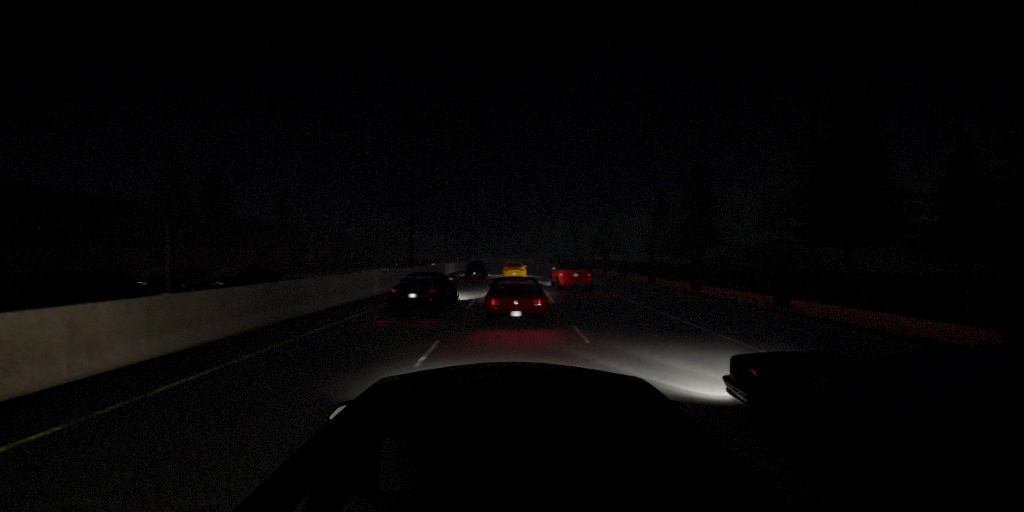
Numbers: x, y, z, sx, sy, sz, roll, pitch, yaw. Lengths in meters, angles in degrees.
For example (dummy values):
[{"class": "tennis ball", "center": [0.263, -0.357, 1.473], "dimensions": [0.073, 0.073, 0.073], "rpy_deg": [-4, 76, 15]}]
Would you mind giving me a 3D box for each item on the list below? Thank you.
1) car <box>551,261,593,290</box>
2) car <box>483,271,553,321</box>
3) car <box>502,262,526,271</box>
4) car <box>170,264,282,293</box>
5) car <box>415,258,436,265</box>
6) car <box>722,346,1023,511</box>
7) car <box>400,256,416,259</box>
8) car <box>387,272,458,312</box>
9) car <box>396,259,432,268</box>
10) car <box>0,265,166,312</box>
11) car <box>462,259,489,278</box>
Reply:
[{"class": "car", "center": [3.672, 1.109, 22.720], "dimensions": [2.097, 1.767, 4.553], "rpy_deg": [0, 0, 0]}, {"class": "car", "center": [0.126, 1.353, 12.418], "dimensions": [1.895, 1.301, 4.718], "rpy_deg": [0, 0, 0]}, {"class": "car", "center": [0.196, 1.233, 30.294], "dimensions": [1.882, 1.535, 5.008], "rpy_deg": [0, 0, 0]}, {"class": "car", "center": [-14.045, 1.217, 18.326], "dimensions": [1.882, 1.535, 5.008], "rpy_deg": [0, 0, 0]}, {"class": "car", "center": [-13.850, 1.294, 58.686], "dimensions": [2.033, 1.411, 5.357], "rpy_deg": [0, 0, 1]}, {"class": "car", "center": [3.595, 1.301, 2.095], "dimensions": [2.033, 1.411, 5.357], "rpy_deg": [0, 0, 0]}, {"class": "car", "center": [-17.344, 0.965, 59.343], "dimensions": [2.150, 2.045, 5.566], "rpy_deg": [0, 0, 0]}, {"class": "car", "center": [-3.361, 1.313, 14.149], "dimensions": [1.994, 1.385, 4.181], "rpy_deg": [0, 0, 0]}, {"class": "car", "center": [-10.463, 1.294, 38.107], "dimensions": [2.033, 1.411, 5.357], "rpy_deg": [0, 0, 0]}, {"class": "car", "center": [-10.585, 1.093, 7.596], "dimensions": [2.097, 1.767, 4.553], "rpy_deg": [0, 0, 0]}, {"class": "car", "center": [-3.288, 1.257, 33.973], "dimensions": [1.837, 1.490, 4.892], "rpy_deg": [0, 0, 0]}]
